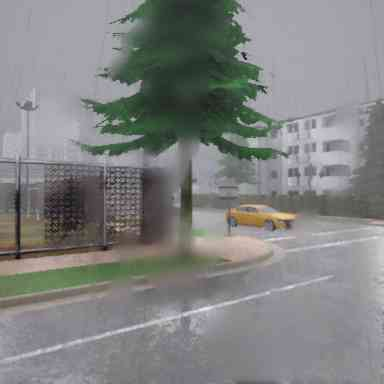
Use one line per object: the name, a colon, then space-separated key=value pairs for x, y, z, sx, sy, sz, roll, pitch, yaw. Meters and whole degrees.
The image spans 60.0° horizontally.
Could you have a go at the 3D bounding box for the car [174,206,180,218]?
car: x=-2.881 y=1.543 z=31.009 sx=1.882 sy=1.535 sz=5.008 roll=0 pitch=0 yaw=-35

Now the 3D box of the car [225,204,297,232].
car: x=4.234 y=1.542 z=20.980 sx=1.882 sy=1.535 sz=5.008 roll=0 pitch=0 yaw=-36
